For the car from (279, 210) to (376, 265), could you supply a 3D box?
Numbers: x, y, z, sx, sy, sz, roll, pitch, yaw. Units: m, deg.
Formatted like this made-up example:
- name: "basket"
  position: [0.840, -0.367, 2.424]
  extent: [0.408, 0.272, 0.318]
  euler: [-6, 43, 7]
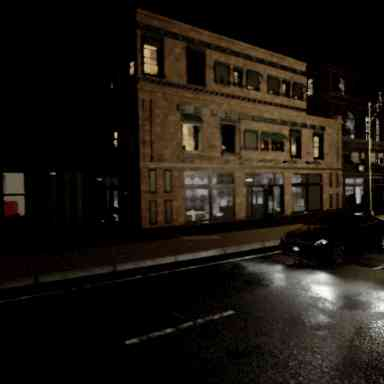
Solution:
- name: "car"
  position: [4.980, 1.368, 11.218]
  extent: [4.674, 1.442, 1.812]
  euler: [-1, 1, -35]

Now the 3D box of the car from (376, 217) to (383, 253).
- name: "car"
  position: [7.008, 1.345, 8.674]
  extent: [4.892, 1.490, 1.837]
  euler: [-1, 0, -35]
